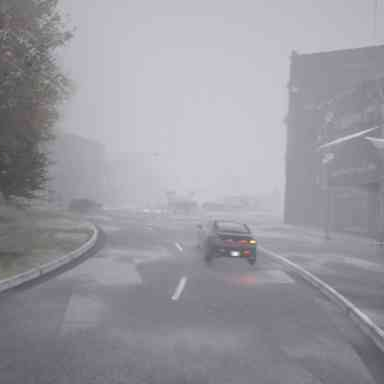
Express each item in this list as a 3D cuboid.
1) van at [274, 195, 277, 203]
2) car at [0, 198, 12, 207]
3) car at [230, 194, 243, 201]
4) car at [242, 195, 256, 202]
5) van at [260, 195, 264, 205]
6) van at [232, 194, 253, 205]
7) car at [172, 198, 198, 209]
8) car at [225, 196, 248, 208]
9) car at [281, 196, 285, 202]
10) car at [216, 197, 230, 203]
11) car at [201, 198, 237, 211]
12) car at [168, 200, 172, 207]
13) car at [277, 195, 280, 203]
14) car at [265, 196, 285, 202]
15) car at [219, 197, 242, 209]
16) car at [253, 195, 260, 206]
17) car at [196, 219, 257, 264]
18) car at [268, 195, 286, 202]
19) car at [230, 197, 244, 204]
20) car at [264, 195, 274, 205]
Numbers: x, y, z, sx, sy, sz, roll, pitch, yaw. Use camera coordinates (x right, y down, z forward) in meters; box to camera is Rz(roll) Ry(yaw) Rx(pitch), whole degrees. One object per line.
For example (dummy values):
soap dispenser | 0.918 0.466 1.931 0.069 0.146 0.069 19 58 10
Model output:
van | 16.999 1.716 78.036 4.442 1.987 1.878 2 1 5
car | -20.485 1.016 37.773 4.181 1.385 1.994 3 -4 15
car | 11.494 1.371 85.956 2.097 1.767 4.553 2 1 25
car | 14.617 1.654 84.976 2.128 1.511 4.902 2 1 25
van | 11.564 1.759 67.032 4.442 1.987 1.878 2 2 5
van | 7.896 1.808 58.755 4.442 1.987 1.878 2 1 5
car | -0.736 1.789 52.138 2.097 1.767 4.553 2 1 25
car | 6.285 2.031 56.030 5.366 1.575 1.946 2 2 5
car | 20.964 1.902 86.298 5.366 1.575 1.946 2 1 5
car | 7.208 1.813 76.910 1.895 1.301 4.718 2 1 25
car | 3.862 2.069 50.513 4.892 1.521 2.231 2 1 5
car | -2.207 1.804 56.593 1.882 1.535 5.008 2 1 25
car | 18.149 1.797 80.805 4.553 1.767 2.185 2 1 5
car | 22.108 1.916 89.069 4.792 1.488 2.163 2 1 5
car | 5.169 2.095 53.260 4.674 1.452 2.002 2 2 5
car | 9.052 1.764 61.513 5.566 2.045 2.435 2 2 5
car | 1.299 1.861 13.607 1.837 1.490 4.892 5 -1 -4
car | 23.411 1.750 91.818 4.553 1.767 2.185 2 2 5
car | 10.312 1.867 75.872 1.994 1.385 4.181 2 1 25
car | 14.311 1.713 72.534 5.566 2.045 2.435 2 1 5
